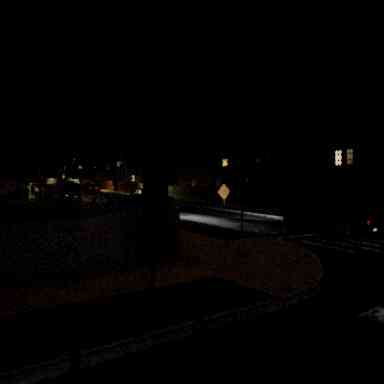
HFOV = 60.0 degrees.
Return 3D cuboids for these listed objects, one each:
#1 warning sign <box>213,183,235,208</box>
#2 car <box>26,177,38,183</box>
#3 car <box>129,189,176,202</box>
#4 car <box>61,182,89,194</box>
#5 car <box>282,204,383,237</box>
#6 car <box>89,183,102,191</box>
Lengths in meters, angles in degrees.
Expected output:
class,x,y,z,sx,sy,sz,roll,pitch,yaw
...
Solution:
class,x,y,z,sx,sy,sz,roll,pitch,yaw
warning sign,2.456,0.261,25.722,1.300,1.860,1.060,-3,2,-35
car,-39.329,-2.879,81.831,2.097,1.767,4.553,-3,3,-35
car,-2.921,0.514,24.095,2.128,1.511,4.902,0,2,-35
car,-14.619,-0.460,40.612,1.882,1.535,5.008,0,2,-35
car,6.630,1.216,15.999,1.895,1.301,4.718,1,2,-31
car,-13.543,-0.496,44.042,1.812,1.442,4.674,1,2,-35
